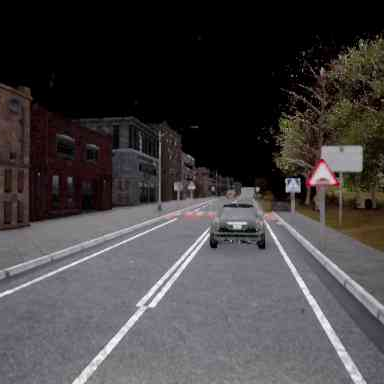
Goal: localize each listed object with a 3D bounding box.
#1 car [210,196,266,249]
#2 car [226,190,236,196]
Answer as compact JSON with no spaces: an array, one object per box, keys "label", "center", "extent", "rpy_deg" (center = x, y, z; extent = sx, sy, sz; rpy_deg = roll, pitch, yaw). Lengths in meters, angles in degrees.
[{"label":"car","center":[1.987,1.256,14.203],"extent":[2.097,1.767,4.553],"rpy_deg":[0,1,9]},{"label":"car","center":[9.083,0.548,76.970],"extent":[2.150,2.045,5.566],"rpy_deg":[0,0,10]}]
